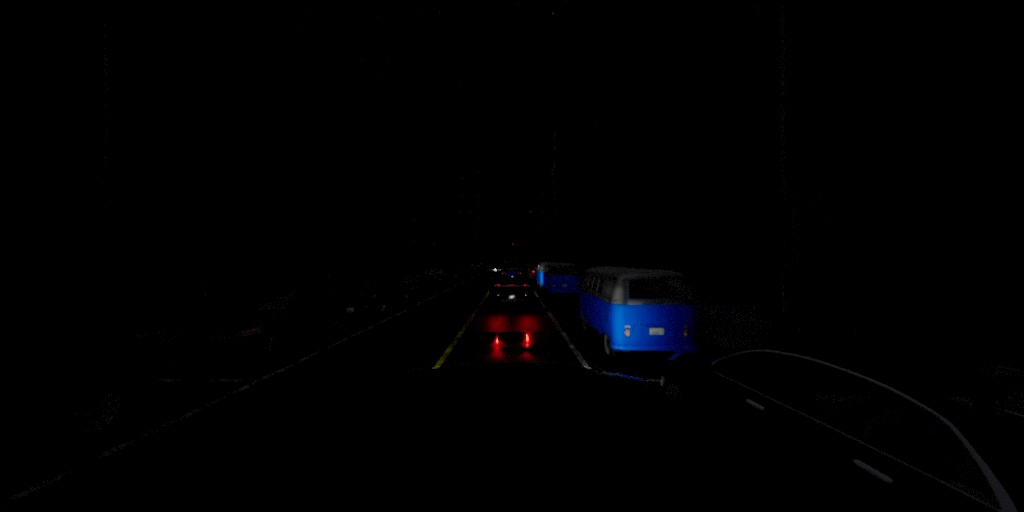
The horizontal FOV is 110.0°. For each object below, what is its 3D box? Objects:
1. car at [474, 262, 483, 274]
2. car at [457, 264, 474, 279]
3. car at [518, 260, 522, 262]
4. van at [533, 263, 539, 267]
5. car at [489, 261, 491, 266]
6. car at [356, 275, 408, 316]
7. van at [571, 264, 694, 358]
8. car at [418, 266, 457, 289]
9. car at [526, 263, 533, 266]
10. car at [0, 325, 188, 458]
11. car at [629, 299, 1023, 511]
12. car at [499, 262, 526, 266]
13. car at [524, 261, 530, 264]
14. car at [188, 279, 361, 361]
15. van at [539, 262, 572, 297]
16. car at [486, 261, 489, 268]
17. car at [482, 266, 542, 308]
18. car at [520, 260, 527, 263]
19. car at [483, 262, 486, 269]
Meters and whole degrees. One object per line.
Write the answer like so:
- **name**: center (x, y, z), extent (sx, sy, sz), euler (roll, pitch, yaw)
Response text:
- **car**: center (-5.411, 1.720, 48.143), extent (1.888, 1.381, 4.507), euler (0, 0, 0)
- **car**: center (-5.406, 1.638, 36.779), extent (1.948, 1.339, 4.313), euler (0, 0, 0)
- **car**: center (2.605, 1.769, 65.195), extent (1.967, 1.591, 4.097), euler (0, 0, 0)
- **van**: center (2.625, 1.310, 25.420), extent (1.690, 1.789, 3.998), euler (0, 0, 0)
- **car**: center (-5.420, 1.895, 65.190), extent (1.948, 1.339, 4.313), euler (0, 0, 0)
- **car**: center (-5.394, 1.430, 14.051), extent (1.948, 1.339, 4.313), euler (0, 0, 0)
- **van**: center (2.634, 1.153, 8.373), extent (1.690, 1.789, 3.998), euler (0, 0, 0)
- **car**: center (-5.400, 1.519, 25.415), extent (2.007, 1.370, 4.403), euler (0, 0, 0)
- **car**: center (2.620, 1.654, 36.784), extent (1.802, 1.307, 4.207), euler (0, 0, 0)
- **car**: center (-5.388, 1.325, 2.687), extent (1.948, 1.339, 4.313), euler (0, 0, 0)
- **car**: center (2.637, 1.309, 2.691), extent (2.007, 1.370, 4.403), euler (0, 0, 0)
- **car**: center (-0.009, 1.547, 31.220), extent (1.812, 1.442, 4.674), euler (0, 0, 0)
- **car**: center (2.616, 1.649, 42.636), extent (1.751, 1.417, 4.829), euler (0, 0, 0)
- **car**: center (-5.391, 1.394, 8.369), extent (1.802, 1.307, 4.207), euler (0, 0, 0)
- **van**: center (2.628, 1.258, 19.737), extent (1.690, 1.789, 3.998), euler (0, 0, 0)
- **car**: center (-5.417, 1.823, 59.508), extent (1.888, 1.381, 4.507), euler (0, 0, 0)
- **car**: center (-0.002, 1.377, 16.152), extent (2.128, 1.511, 4.902), euler (0, 0, 0)
- **car**: center (2.608, 1.823, 59.512), extent (1.888, 1.381, 4.507), euler (0, 0, 0)
- **car**: center (-5.414, 1.777, 53.825), extent (2.007, 1.370, 4.403), euler (0, 0, 0)
